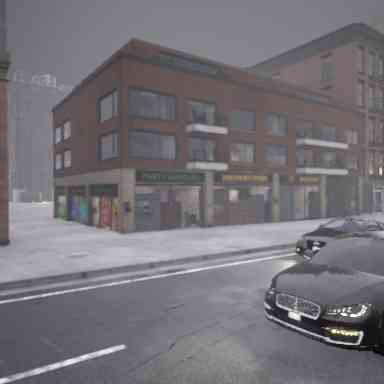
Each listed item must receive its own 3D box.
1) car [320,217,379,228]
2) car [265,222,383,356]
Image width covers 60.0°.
[{"bbox_3d":[5.539,1.600,11.548,4.181,1.385,1.994,0,0,-35],"label":"car"},{"bbox_3d":[3.438,1.526,6.133,4.892,1.490,1.837,0,0,-35],"label":"car"}]
